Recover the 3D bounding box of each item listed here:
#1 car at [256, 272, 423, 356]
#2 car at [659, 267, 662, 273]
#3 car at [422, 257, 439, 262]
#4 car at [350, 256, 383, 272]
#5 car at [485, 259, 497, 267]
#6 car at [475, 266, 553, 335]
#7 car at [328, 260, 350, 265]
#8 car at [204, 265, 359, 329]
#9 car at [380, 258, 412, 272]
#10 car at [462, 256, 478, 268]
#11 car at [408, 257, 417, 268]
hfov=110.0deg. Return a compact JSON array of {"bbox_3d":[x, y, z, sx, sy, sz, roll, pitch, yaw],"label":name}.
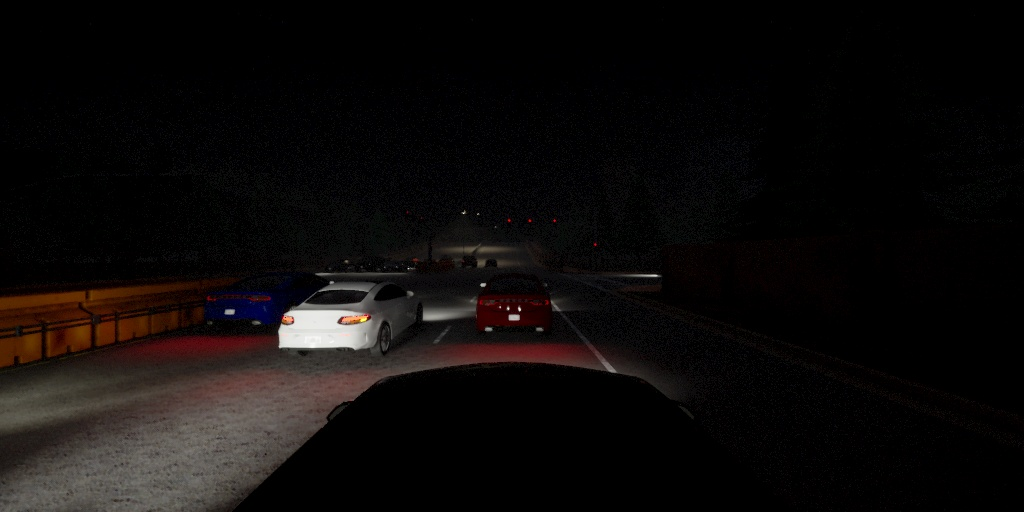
[{"bbox_3d":[-3.449,1.276,8.468,1.812,1.442,4.674,0,0,-1],"label":"car"},{"bbox_3d":[17.273,1.314,36.498,4.181,1.385,1.994,0,0,0],"label":"car"},{"bbox_3d":[-14.207,1.276,61.098,1.812,1.442,4.674,0,0,0],"label":"car"},{"bbox_3d":[-17.686,0.974,44.921,2.150,2.045,5.566,0,0,0],"label":"car"},{"bbox_3d":[-3.540,1.227,62.034,1.882,1.535,5.008,0,0,0],"label":"car"},{"bbox_3d":[0.056,1.228,10.499,1.882,1.535,5.008,0,0,0],"label":"car"},{"bbox_3d":[-21.189,1.242,44.178,2.128,1.511,4.902,0,0,0],"label":"car"},{"bbox_3d":[-6.942,1.228,11.306,1.882,1.535,5.008,0,0,0],"label":"car"},{"bbox_3d":[-14.189,1.275,43.986,1.812,1.442,4.674,0,0,0],"label":"car"},{"bbox_3d":[-7.028,0.971,59.681,2.150,2.045,5.566,0,0,0],"label":"car"},{"bbox_3d":[-17.703,1.315,61.359,1.994,1.385,4.181,0,0,0],"label":"car"}]
